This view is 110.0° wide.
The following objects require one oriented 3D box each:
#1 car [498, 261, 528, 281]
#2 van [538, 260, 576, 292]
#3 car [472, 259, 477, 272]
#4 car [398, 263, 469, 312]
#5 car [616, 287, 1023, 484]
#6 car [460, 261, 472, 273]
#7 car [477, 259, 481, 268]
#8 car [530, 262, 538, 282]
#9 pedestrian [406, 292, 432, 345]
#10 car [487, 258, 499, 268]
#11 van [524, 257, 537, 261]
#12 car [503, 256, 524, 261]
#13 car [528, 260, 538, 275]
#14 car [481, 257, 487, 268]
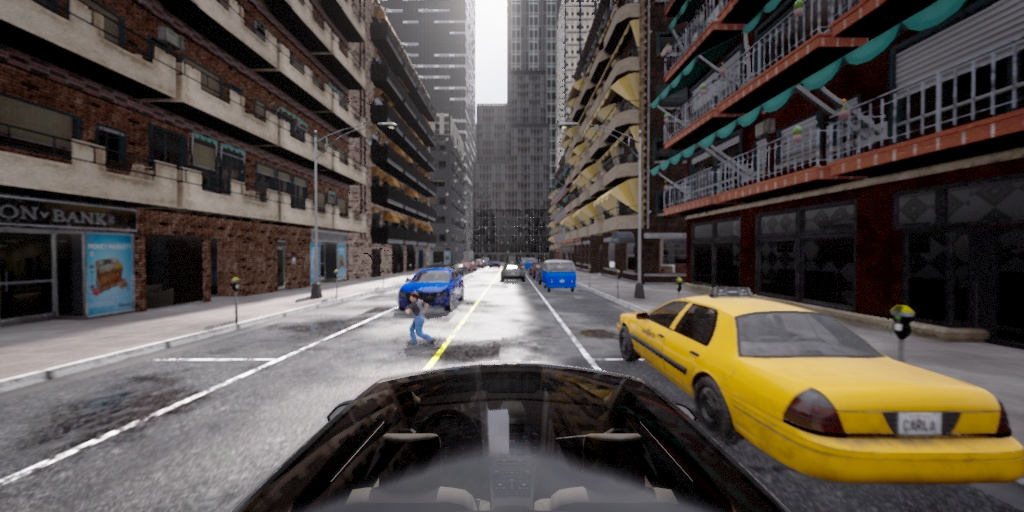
[{"bbox_3d":[0.078,1.349,30.198,1.994,1.385,4.181,0,0,0],"label":"car"},{"bbox_3d":[2.684,1.114,21.006,1.690,1.789,3.998,0,0,0],"label":"van"},{"bbox_3d":[-5.703,1.347,43.441,1.888,1.381,4.507,0,0,0],"label":"car"},{"bbox_3d":[-3.103,1.243,14.596,1.882,1.535,5.008,0,0,0],"label":"car"},{"bbox_3d":[2.999,1.210,5.201,1.801,1.575,5.366,0,0,0],"label":"car"},{"bbox_3d":[-5.701,1.361,37.838,1.948,1.339,4.313,0,0,0],"label":"car"},{"bbox_3d":[-5.703,1.392,49.043,1.802,1.307,4.207,0,0,0],"label":"car"},{"bbox_3d":[2.683,1.330,26.608,2.007,1.370,4.403,0,0,0],"label":"car"},{"bbox_3d":[-2.066,1.332,7.919,0.375,1.300,0.375,-1,1,-3],"label":"pedestrian"},{"bbox_3d":[-3.021,1.431,63.490,1.895,1.301,4.718,0,0,0],"label":"car"},{"bbox_3d":[2.677,1.150,49.016,1.690,1.789,3.998,0,0,0],"label":"van"},{"bbox_3d":[0.069,1.025,47.236,2.150,2.045,5.566,0,-1,0],"label":"car"},{"bbox_3d":[2.681,1.332,32.210,1.888,1.381,4.507,0,0,0],"label":"car"},{"bbox_3d":[-5.706,1.265,60.247,1.967,1.591,4.097,0,0,0],"label":"car"}]
